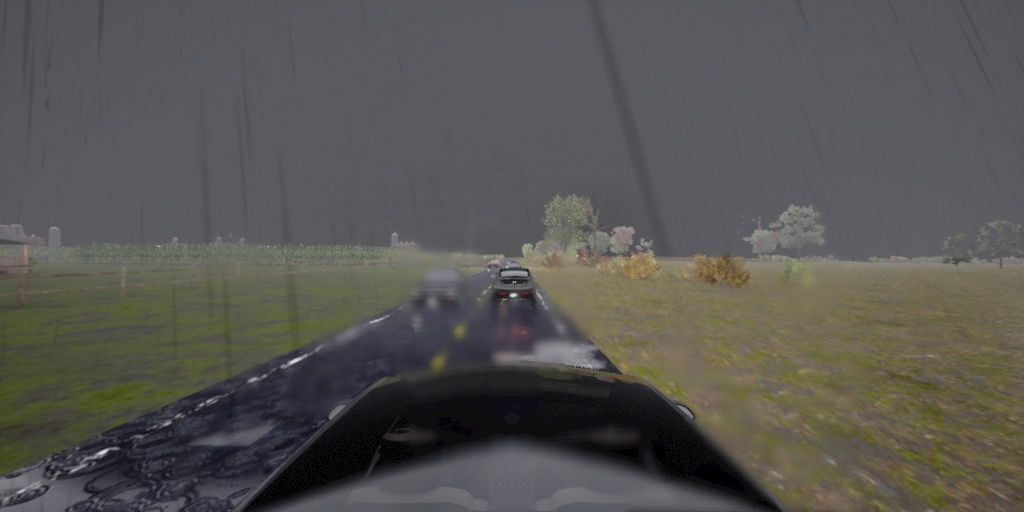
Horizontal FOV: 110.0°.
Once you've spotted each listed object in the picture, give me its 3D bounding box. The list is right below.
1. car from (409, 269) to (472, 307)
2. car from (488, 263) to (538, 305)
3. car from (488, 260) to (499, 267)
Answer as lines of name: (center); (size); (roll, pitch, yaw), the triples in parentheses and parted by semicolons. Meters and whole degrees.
car: (-2.853, 1.292, 15.589); (2.033, 1.411, 5.357); (0, 0, 0)
car: (0.098, 1.249, 16.012); (1.837, 1.490, 4.892); (0, 0, 0)
car: (-2.809, 1.330, 57.036); (1.895, 1.301, 4.718); (0, 0, 1)
